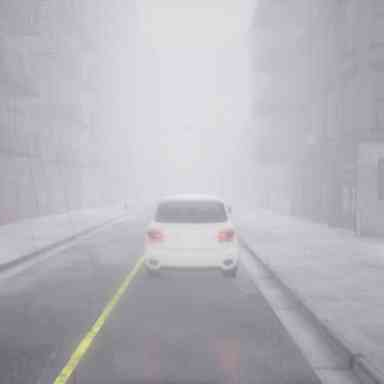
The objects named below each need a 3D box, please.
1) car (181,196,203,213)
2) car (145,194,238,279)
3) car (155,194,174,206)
[{"bbox_3d":[-0.014,1.079,30.780,1.895,1.301,4.718,0,1,0],"label":"car"},{"bbox_3d":[0.029,1.058,9.685,2.150,2.045,5.566,0,1,1],"label":"car"},{"bbox_3d":[-3.234,0.923,39.903,1.895,1.301,4.718,0,1,0],"label":"car"}]
